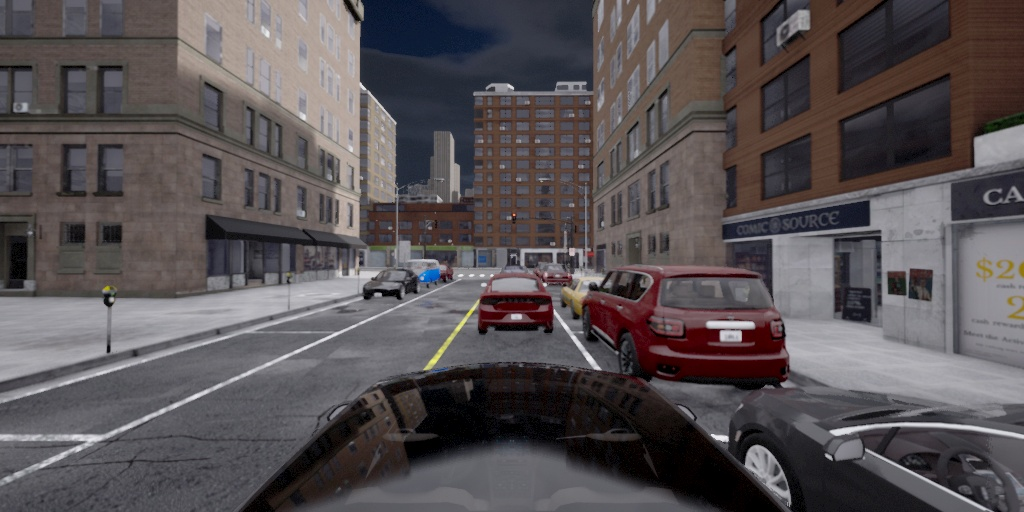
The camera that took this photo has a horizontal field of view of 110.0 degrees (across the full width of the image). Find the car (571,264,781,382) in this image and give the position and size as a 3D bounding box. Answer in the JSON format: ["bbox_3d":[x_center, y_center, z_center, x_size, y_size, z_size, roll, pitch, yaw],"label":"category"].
[{"bbox_3d":[2.679,1.066,6.783,2.192,1.841,5.009,0,0,0],"label":"car"}]

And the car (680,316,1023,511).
[{"bbox_3d":[2.668,1.300,1.302,2.007,1.370,4.403,0,0,0],"label":"car"}]

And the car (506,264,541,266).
[{"bbox_3d":[0.134,1.254,18.601,2.128,1.511,4.902,0,0,0],"label":"car"}]

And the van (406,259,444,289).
[{"bbox_3d":[-5.812,1.108,23.251,1.690,1.789,3.998,0,0,0],"label":"van"}]

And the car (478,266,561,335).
[{"bbox_3d":[0.072,1.232,10.607,1.882,1.535,5.008,0,0,-1],"label":"car"}]

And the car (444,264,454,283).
[{"bbox_3d":[-5.800,1.319,28.733,1.888,1.381,4.507,0,0,0],"label":"car"}]

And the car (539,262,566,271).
[{"bbox_3d":[2.714,1.207,23.232,1.967,1.591,4.097,0,0,0],"label":"car"}]

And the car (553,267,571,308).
[{"bbox_3d":[2.691,1.281,12.436,1.751,1.417,4.829,0,0,0],"label":"car"}]

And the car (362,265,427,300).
[{"bbox_3d":[-5.823,1.327,17.769,1.948,1.339,4.313,0,0,0],"label":"car"}]
